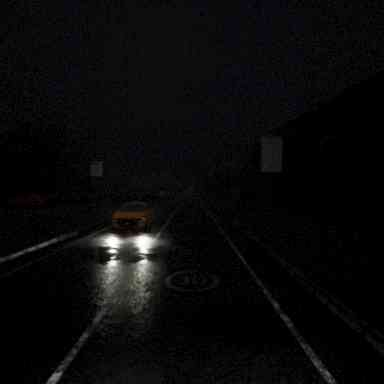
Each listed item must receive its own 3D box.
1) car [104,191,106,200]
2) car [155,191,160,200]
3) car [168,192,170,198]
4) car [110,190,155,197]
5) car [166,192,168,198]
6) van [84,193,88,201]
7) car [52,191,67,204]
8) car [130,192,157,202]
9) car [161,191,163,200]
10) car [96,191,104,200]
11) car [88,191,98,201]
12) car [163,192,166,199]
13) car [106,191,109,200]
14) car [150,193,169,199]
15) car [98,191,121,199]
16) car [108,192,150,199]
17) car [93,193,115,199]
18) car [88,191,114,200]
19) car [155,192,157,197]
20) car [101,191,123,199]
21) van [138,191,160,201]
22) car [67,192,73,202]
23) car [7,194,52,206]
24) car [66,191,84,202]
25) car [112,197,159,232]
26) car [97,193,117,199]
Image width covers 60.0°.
[{"bbox_3d":[-21.971,1.048,72.164,5.008,1.535,2.097,0,0,0],"label":"car"},{"bbox_3d":[-8.907,0.784,58.290,5.566,2.045,2.435,0,0,0],"label":"car"},{"bbox_3d":[-8.919,1.074,86.321,5.008,1.535,2.097,0,0,0],"label":"car"},{"bbox_3d":[-8.904,0.798,49.879,5.566,2.045,2.435,0,0,0],"label":"car"},{"bbox_3d":[-8.931,0.799,75.109,5.566,2.045,2.435,0,0,0],"label":"car"},{"bbox_3d":[-22.076,0.809,61.021,4.442,1.987,1.878,0,0,0],"label":"van"},{"bbox_3d":[-21.960,1.049,49.885,5.008,1.535,2.097,0,0,0],"label":"car"},{"bbox_3d":[-8.849,0.909,61.090,4.553,1.767,2.185,0,0,0],"label":"car"},{"bbox_3d":[-8.882,1.042,66.699,4.892,1.521,2.231,0,0,0],"label":"car"},{"bbox_3d":[-21.786,1.042,69.378,5.366,1.575,1.946,0,0,0],"label":"car"},{"bbox_3d":[-21.965,1.081,66.593,4.674,1.452,2.002,0,0,0],"label":"car"},{"bbox_3d":[-8.892,1.047,72.305,5.008,1.535,2.097,0,0,0],"label":"car"},{"bbox_3d":[-21.953,1.081,74.949,4.792,1.488,2.163,0,0,0],"label":"car"},{"bbox_3d":[-8.965,1.127,91.924,4.792,1.488,2.163,0,0,0],"label":"car"},{"bbox_3d":[-21.980,0.834,88.873,5.566,2.045,2.435,0,0,0],"label":"car"},{"bbox_3d":[-8.869,1.063,47.079,4.892,1.521,2.231,0,0,0],"label":"car"},{"bbox_3d":[-21.993,1.067,83.304,5.008,1.535,2.097,0,0,0],"label":"car"},{"bbox_3d":[-21.965,0.808,80.518,5.566,2.045,2.435,0,0,0],"label":"car"},{"bbox_3d":[-8.883,1.036,55.484,4.892,1.521,2.231,0,0,0],"label":"car"},{"bbox_3d":[-21.986,0.845,91.535,5.566,2.045,2.435,0,0,0],"label":"car"},{"bbox_3d":[-9.009,0.818,69.501,4.442,1.987,1.878,0,0,0],"label":"van"},{"bbox_3d":[-21.957,1.082,52.672,4.674,1.452,2.002,0,0,0],"label":"car"},{"bbox_3d":[-21.950,1.076,44.317,5.008,1.535,2.097,0,0,0],"label":"car"},{"bbox_3d":[-21.927,0.909,58.240,4.553,1.767,2.185,0,0,0],"label":"car"},{"bbox_3d":[-3.261,1.307,19.214,1.882,1.535,5.008,0,0,0],"label":"car"},{"bbox_3d":[-22.001,1.114,85.965,4.674,1.452,2.002,0,0,0],"label":"car"}]
